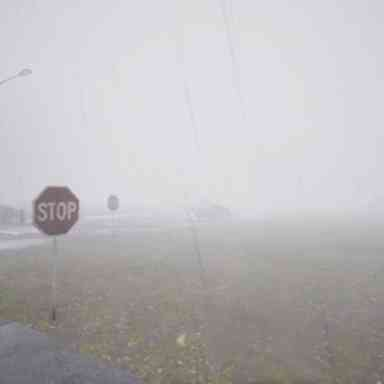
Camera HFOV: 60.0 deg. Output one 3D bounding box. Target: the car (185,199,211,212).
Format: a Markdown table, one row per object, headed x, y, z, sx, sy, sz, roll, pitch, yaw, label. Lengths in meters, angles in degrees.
| x | y | z | sx | sy | sz | roll | pitch | yaw | label |
| --- | --- | --- | --- | --- | --- | --- | --- | --- | --- |
| 1.032 | 1.668 | 43.070 | 2.097 | 1.767 | 4.553 | 1 | -1 | 36 | car |

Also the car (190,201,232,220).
| x | y | z | sx | sy | sz | roll | pitch | yaw | label |
| --- | --- | --- | --- | --- | --- | --- | --- | --- | --- |
| 2.199 | 1.895 | 32.733 | 1.812 | 1.442 | 4.674 | 1 | 0 | 36 | car |

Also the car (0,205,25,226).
| x | y | z | sx | sy | sz | roll | pitch | yaw | label |
| --- | --- | --- | --- | --- | --- | --- | --- | --- | --- |
| -13.921 | 1.600 | 22.375 | 1.882 | 1.535 | 5.008 | 1 | 0 | 36 | car |
